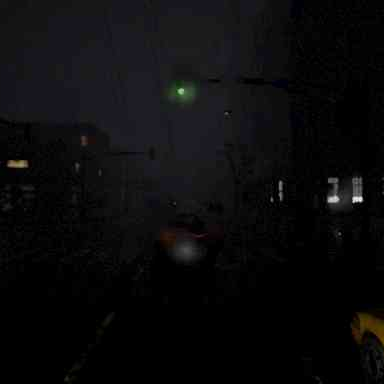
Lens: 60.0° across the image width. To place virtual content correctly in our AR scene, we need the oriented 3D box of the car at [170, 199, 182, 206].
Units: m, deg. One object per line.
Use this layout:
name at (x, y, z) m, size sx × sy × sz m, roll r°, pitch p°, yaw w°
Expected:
car at (-3.015, 2.008, 64.786) m, size 2.033 × 1.411 × 5.357 m, roll 0°, pitch 0°, yaw 0°

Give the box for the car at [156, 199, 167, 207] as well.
car at (-5.687, 2.025, 62.263) m, size 1.802 × 1.307 × 4.206 m, roll 1°, pitch 0°, yaw 0°

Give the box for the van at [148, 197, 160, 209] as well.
van at (-5.682, 1.705, 51.196) m, size 1.690 × 1.788 × 3.998 m, roll 1°, pitch 0°, yaw 0°

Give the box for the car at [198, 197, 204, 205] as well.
car at (2.693, 2.010, 67.957) m, size 1.752 × 1.417 × 4.829 m, roll 1°, pitch 0°, yaw 0°

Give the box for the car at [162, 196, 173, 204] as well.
car at (-5.685, 1.877, 78.867) m, size 2.192 × 1.841 × 5.009 m, roll 1°, pitch 0°, yaw 0°

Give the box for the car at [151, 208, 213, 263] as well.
car at (-0.459, 1.581, 12.471) m, size 2.128 × 1.511 × 4.902 m, roll 0°, pitch 0°, yaw -7°

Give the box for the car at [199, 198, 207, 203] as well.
car at (2.691, 2.147, 84.390) m, size 1.887 × 1.381 × 4.507 m, roll 1°, pitch 0°, yaw 0°

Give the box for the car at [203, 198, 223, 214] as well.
car at (2.698, 1.726, 40.113) m, size 1.967 × 1.590 × 4.097 m, roll 1°, pitch 0°, yaw 0°

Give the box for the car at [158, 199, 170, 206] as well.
car at (-5.688, 2.049, 67.797) m, size 1.947 × 1.339 × 4.313 m, roll 1°, pitch 0°, yaw 0°

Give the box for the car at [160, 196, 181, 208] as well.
car at (-3.090, 1.698, 48.612) m, size 2.097 × 1.767 × 4.553 m, roll 0°, pitch 0°, yaw 0°

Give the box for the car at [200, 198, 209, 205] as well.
car at (2.693, 2.049, 73.491) m, size 1.752 × 1.417 × 4.829 m, roll 1°, pitch 0°, yaw 0°

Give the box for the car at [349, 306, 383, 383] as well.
car at (2.839, 1.543, 2.336) m, size 1.752 × 1.417 × 4.829 m, roll 1°, pitch 0°, yaw 0°

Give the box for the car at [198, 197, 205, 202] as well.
car at (2.690, 2.208, 95.629) m, size 1.752 × 1.417 × 4.829 m, roll 1°, pitch 0°, yaw 0°
